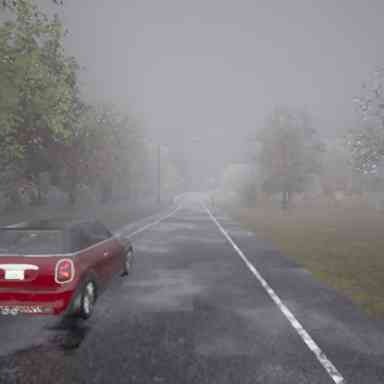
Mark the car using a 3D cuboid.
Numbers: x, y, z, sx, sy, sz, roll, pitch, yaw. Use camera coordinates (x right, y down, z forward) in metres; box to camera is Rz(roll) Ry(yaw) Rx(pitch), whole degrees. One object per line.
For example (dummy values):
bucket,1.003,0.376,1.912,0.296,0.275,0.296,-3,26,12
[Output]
car,-2.739,1.328,7.425,2.097,1.767,4.553,0,0,2
